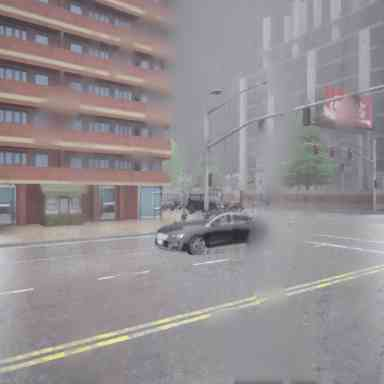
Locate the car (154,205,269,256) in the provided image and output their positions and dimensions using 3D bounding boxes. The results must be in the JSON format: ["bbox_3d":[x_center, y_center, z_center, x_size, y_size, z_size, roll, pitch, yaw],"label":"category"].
[{"bbox_3d":[0.895,1.491,13.108,4.902,1.511,2.128,0,0,-35],"label":"car"}]

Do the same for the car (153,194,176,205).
[{"bbox_3d":[-5.112,1.352,61.123,2.097,1.767,4.553,0,0,-35],"label":"car"}]

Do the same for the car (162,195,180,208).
[{"bbox_3d":[-3.900,1.352,40.724,2.097,1.767,4.553,0,0,-35],"label":"car"}]

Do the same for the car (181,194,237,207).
[{"bbox_3d":[1.629,1.222,32.816,2.150,2.045,5.566,0,0,-35],"label":"car"}]

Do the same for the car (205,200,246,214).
[{"bbox_3d":[3.553,1.601,36.174,1.895,1.301,4.718,0,0,-35],"label":"car"}]
